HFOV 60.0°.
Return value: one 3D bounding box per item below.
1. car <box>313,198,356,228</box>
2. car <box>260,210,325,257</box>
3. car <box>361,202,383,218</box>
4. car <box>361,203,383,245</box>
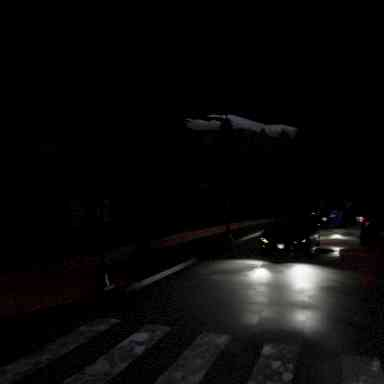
[{"bbox_3d":[10.550,1.480,24.573,2.150,2.045,5.566,-2,-2,37],"label":"car"},{"bbox_3d":[4.275,1.718,14.099,1.837,1.490,4.892,-1,-1,27],"label":"car"},{"bbox_3d":[19.038,1.798,33.768,4.181,1.385,1.994,-1,-1,-42],"label":"car"},{"bbox_3d":[9.333,1.500,15.968,2.097,1.767,4.553,-1,-1,28],"label":"car"}]
